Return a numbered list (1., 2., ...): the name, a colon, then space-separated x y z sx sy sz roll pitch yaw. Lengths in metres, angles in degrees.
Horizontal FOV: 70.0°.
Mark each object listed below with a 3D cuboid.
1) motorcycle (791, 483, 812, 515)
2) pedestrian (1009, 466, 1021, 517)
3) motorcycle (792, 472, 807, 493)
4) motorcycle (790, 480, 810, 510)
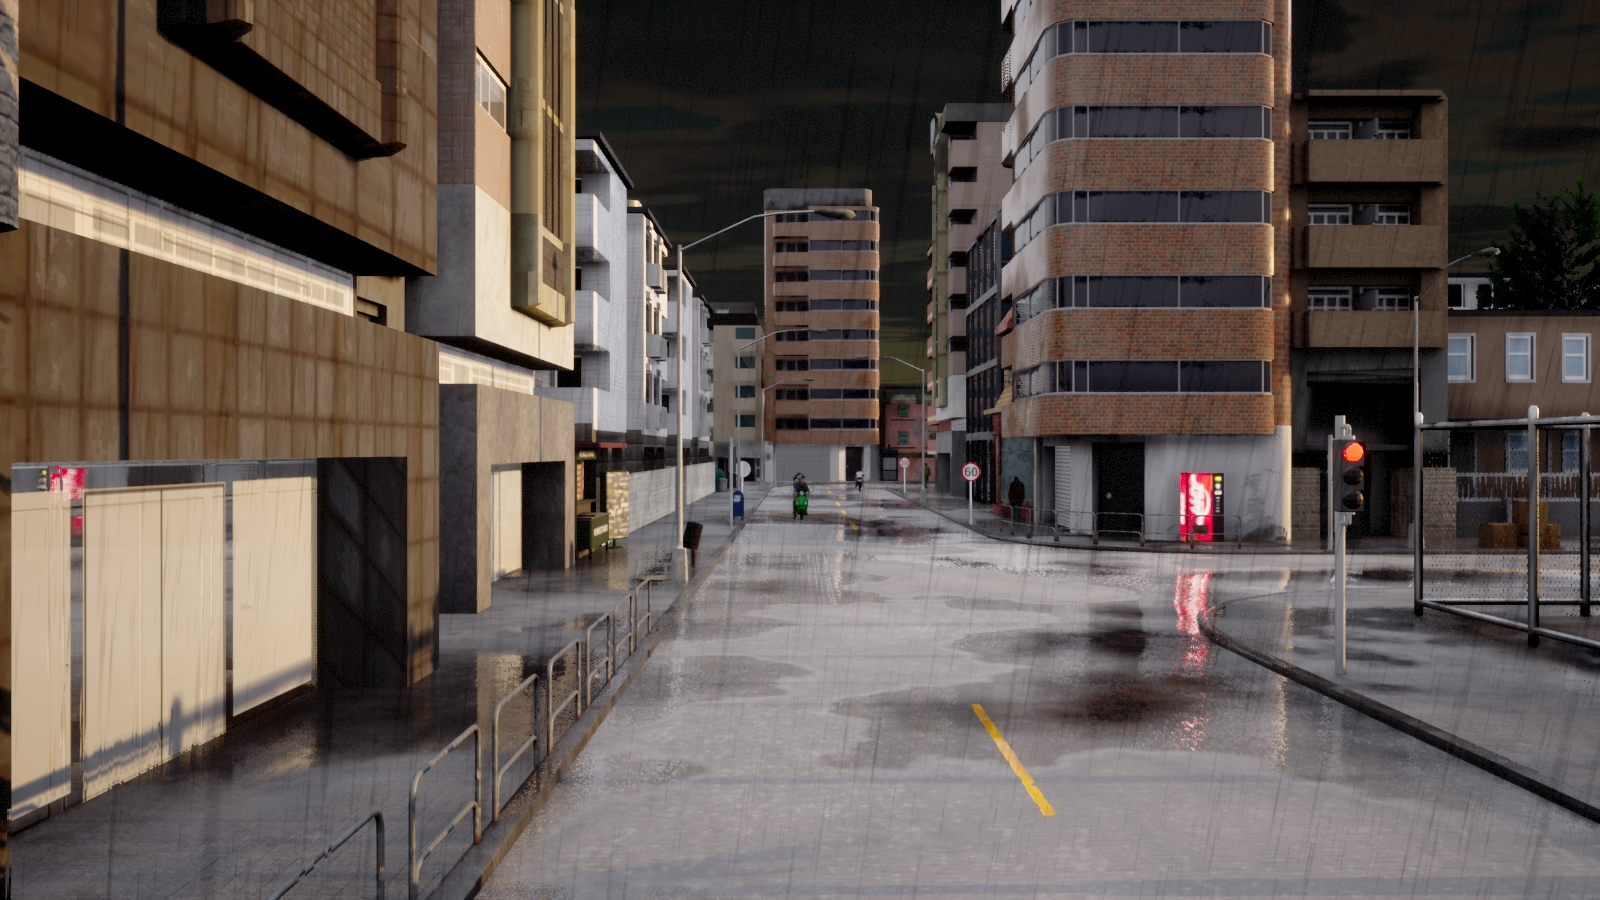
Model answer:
1. motorcycle: 0.063 1.970 46.521 0.856 1.236 1.805 0 0 0
2. pedestrian: 7.958 1.523 42.285 0.375 1.860 0.375 0 0 4
3. motorcycle: -0.052 1.997 69.995 0.867 1.251 2.209 0 0 -1
4. motorcycle: 0.019 1.970 50.389 0.856 1.236 1.805 0 0 0
